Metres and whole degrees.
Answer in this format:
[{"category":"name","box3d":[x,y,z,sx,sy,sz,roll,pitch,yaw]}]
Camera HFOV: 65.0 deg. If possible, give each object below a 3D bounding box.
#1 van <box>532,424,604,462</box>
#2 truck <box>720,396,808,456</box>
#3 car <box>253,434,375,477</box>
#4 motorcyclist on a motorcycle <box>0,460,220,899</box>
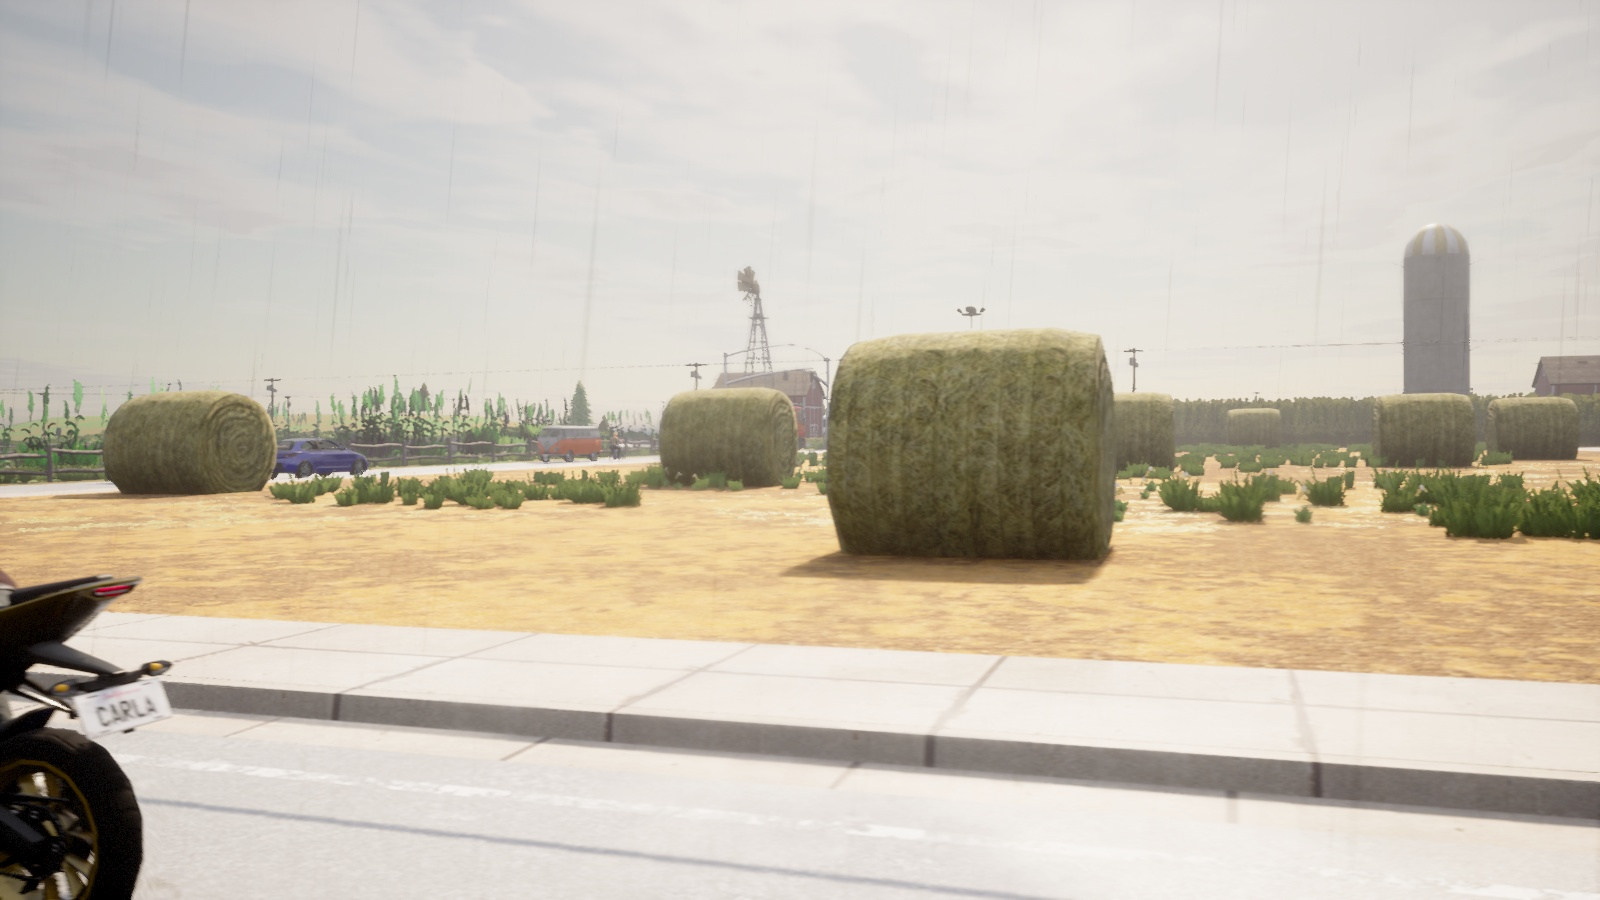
[{"category":"van","box3d":[-12.621,-0.420,68.468,1.775,1.987,4.442,0,1,21]},{"category":"truck","box3d":[-2.316,-1.589,85.154,2.891,3.827,8.468,0,1,22]},{"category":"car","box3d":[-17.694,0.170,45.914,1.816,1.474,4.193,0,1,21]},{"category":"motorcyclist on a motorcycle","box3d":[-3.178,0.808,4.263,2.191,1.530,0.866,0,1,19]}]
